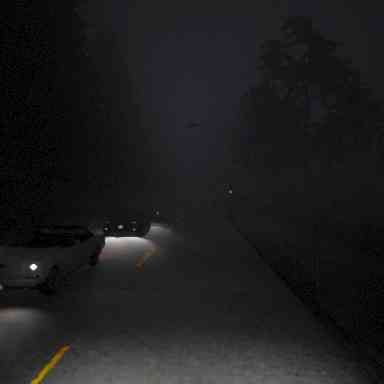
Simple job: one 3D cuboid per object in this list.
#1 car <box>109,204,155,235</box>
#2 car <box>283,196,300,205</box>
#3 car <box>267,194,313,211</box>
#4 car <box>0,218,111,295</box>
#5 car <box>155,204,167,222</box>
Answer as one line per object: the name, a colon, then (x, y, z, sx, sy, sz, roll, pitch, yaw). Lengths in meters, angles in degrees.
car: (-3.527, 1.570, 18.718, 1.994, 1.385, 4.181, 0, 0, 2)
car: (17.627, 1.491, 59.046, 1.994, 1.381, 4.181, 0, 0, 2)
car: (12.297, 1.352, 41.959, 5.566, 2.045, 2.150, 1, 0, 0)
car: (-3.850, 1.591, 8.862, 1.895, 1.301, 4.718, 0, 0, 2)
car: (-3.184, 1.628, 26.874, 1.895, 1.301, 4.718, 0, 0, 2)
